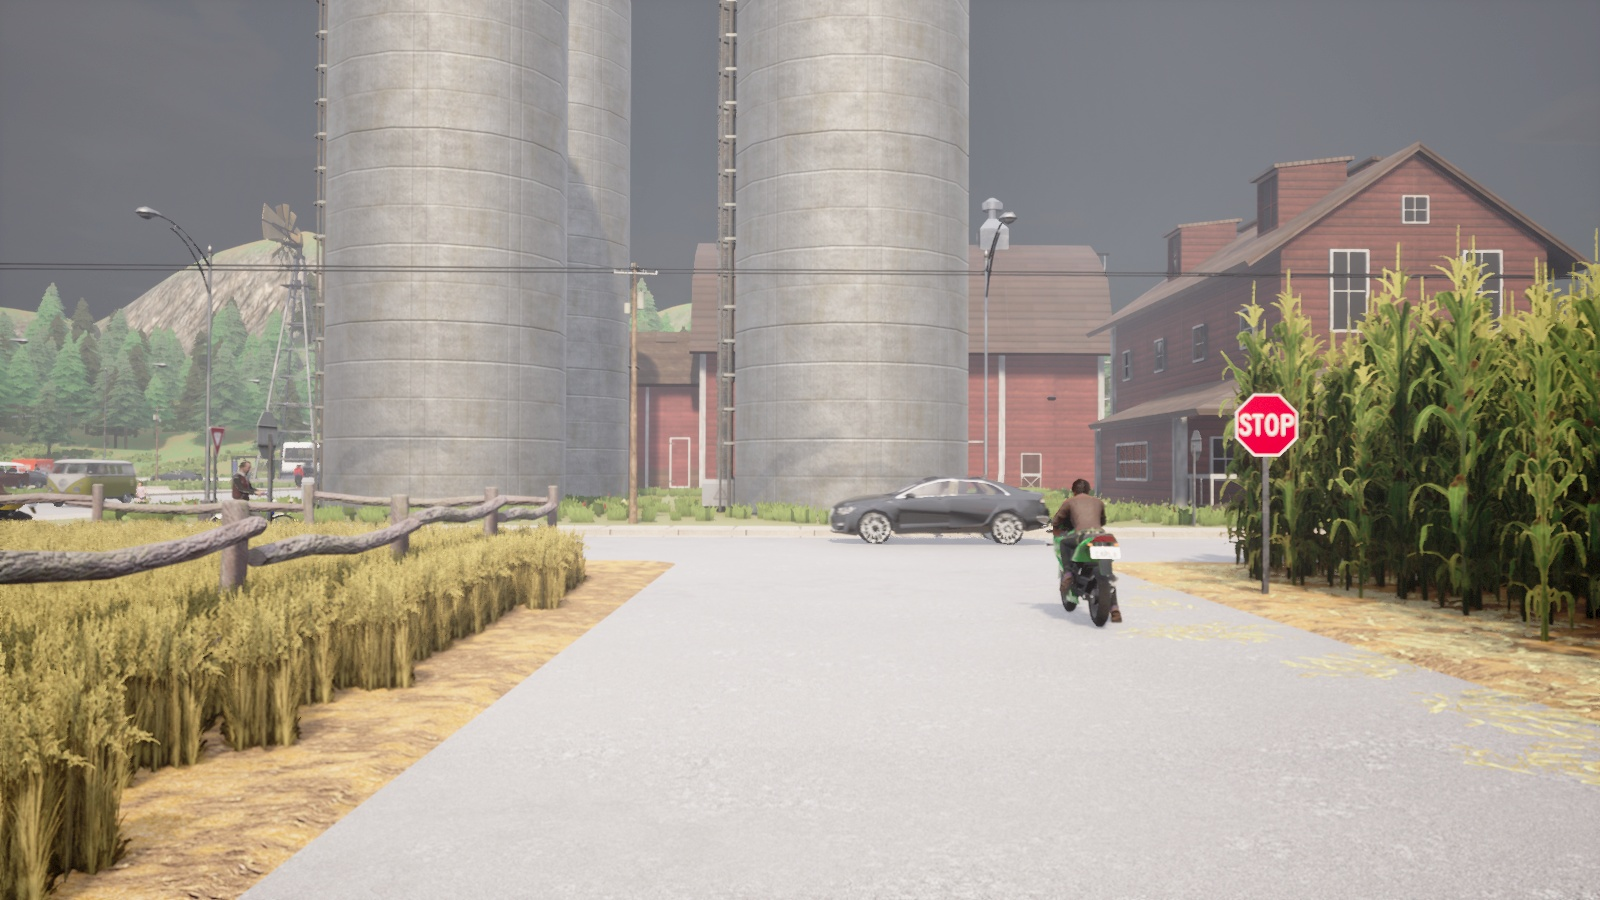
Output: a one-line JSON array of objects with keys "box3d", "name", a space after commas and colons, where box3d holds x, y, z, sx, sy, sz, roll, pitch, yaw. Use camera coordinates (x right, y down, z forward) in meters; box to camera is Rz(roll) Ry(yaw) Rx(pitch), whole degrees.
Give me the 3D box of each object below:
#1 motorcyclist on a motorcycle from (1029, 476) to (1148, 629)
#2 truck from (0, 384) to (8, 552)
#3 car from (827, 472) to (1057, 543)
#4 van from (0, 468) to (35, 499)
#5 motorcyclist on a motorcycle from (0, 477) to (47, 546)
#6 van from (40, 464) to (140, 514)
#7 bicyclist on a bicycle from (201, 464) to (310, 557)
[{"box3d": [3.066, 1.042, 13.552, 0.797, 1.523, 2.044, 0, -1, 0], "name": "motorcyclist on a motorcycle"}, {"box3d": [-20.377, 0.362, 24.553, 7.936, 3.462, 2.891, 0, -1, 0], "name": "truck"}, {"box3d": [3.091, 1.268, 28.153, 4.902, 1.511, 2.128, 0, -1, 0], "name": "car"}, {"box3d": [-52.709, 2.197, 82.645, 2.069, 2.038, 4.480, 0, -1, -1], "name": "van"}, {"box3d": [-18.129, 1.378, 28.175, 2.044, 1.523, 0.797, -1, -1, 5], "name": "motorcyclist on a motorcycle"}, {"box3d": [-29.706, 1.618, 52.706, 1.775, 1.987, 4.442, 0, -1, -1], "name": "van"}, {"box3d": [-10.655, 1.176, 24.596, 1.843, 1.776, 0.659, 0, -1, 0], "name": "bicyclist on a bicycle"}]
